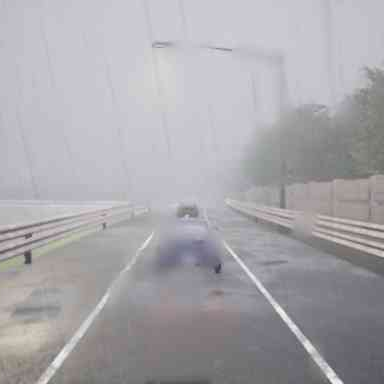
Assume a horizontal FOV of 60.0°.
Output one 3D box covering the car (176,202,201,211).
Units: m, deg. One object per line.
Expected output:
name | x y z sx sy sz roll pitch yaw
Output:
car | -0.328 1.590 28.593 1.837 1.490 4.892 0 0 0

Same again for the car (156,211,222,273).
car | -0.112 1.561 10.724 1.812 1.442 4.674 0 0 -1
